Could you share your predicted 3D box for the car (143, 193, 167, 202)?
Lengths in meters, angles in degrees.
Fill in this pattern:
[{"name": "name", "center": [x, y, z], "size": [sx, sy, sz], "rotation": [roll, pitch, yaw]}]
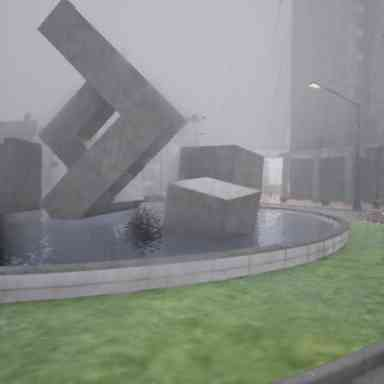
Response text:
[{"name": "car", "center": [-5.267, 0.763, 45.844], "size": [1.895, 1.301, 4.718], "rotation": [1, 1, 37]}]
